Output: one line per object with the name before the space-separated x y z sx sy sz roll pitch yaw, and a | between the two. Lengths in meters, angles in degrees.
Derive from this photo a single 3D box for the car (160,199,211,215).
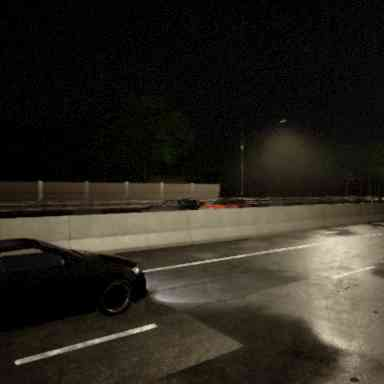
car | -0.614 1.449 33.627 4.892 1.490 1.837 0 0 -35

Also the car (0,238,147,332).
car | -2.948 1.561 6.064 4.181 1.385 1.994 0 0 -36

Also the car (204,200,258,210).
car | 3.319 1.515 23.545 4.181 1.385 1.994 0 0 -35

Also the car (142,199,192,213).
car | -1.949 1.446 28.388 4.902 1.511 2.128 0 0 -35

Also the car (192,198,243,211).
car | 2.682 1.297 27.381 4.553 1.767 2.097 0 0 -35
